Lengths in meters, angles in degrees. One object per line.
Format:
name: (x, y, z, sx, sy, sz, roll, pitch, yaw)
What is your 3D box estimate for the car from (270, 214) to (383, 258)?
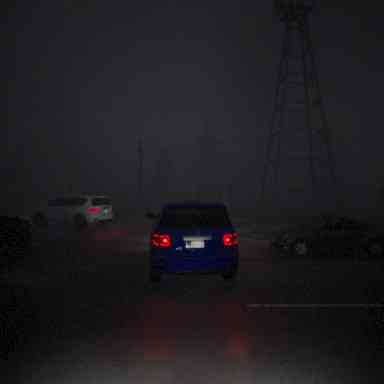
car: (4.868, 1.517, 12.056, 3.905, 1.438, 1.784, 0, 0, 0)

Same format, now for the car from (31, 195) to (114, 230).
car: (-7.660, 1.216, 21.290, 5.566, 2.045, 2.150, 0, 0, 24)

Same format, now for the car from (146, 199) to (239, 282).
car: (-0.171, 1.222, 9.948, 2.150, 2.045, 5.566, 0, 0, -6)
